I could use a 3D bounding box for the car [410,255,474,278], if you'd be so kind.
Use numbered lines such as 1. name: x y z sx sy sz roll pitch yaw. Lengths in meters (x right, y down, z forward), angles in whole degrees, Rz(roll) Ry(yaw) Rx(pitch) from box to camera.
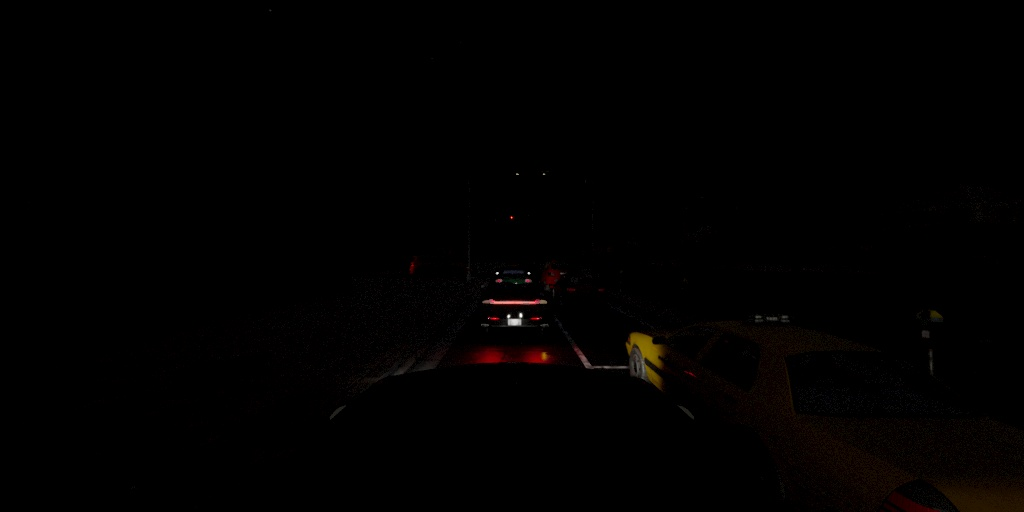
1. car: -6.169 0.971 31.756 5.566 2.045 2.150 0 -1 0

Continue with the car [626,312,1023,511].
1. car: 2.643 1.276 3.963 1.751 1.417 4.829 0 0 0

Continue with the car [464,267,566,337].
1. car: 0.083 1.243 10.316 2.128 1.511 4.902 0 0 1

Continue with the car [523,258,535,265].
1. car: 2.735 1.350 46.570 1.888 1.381 4.507 0 0 0

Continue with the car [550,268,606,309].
1. car: 2.666 1.337 14.692 1.802 1.307 4.207 0 0 0

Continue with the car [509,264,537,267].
1. car: 0.066 1.323 19.261 1.994 1.385 4.181 0 0 -1

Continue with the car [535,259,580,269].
1. car: 2.678 1.074 20.140 2.192 1.841 5.009 0 0 0

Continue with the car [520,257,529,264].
1. car: 2.770 1.395 62.881 1.888 1.381 4.507 0 0 0
